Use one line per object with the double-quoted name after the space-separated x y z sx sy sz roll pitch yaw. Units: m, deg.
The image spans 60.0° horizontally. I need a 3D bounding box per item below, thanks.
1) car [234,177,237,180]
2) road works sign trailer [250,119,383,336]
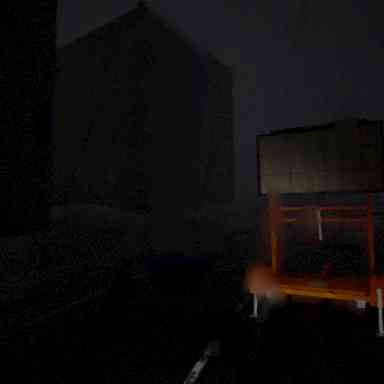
6.053 -2.376 59.972 4.553 1.767 2.185 0 -5 -11 "car"
2.624 0.441 6.837 2.380 3.560 2.880 -3 -1 28 "road works sign trailer"
